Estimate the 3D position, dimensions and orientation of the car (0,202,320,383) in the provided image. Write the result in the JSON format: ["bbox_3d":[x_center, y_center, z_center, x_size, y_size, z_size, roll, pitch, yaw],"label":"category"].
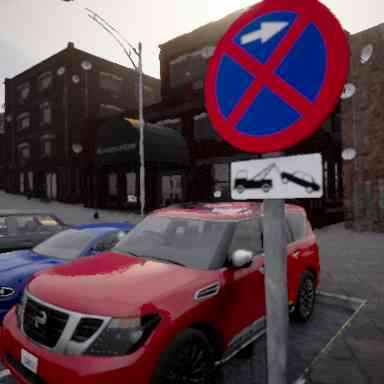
[{"bbox_3d":[0.231,1.227,5.231,2.435,2.045,5.566,1,1,39],"label":"car"}]
